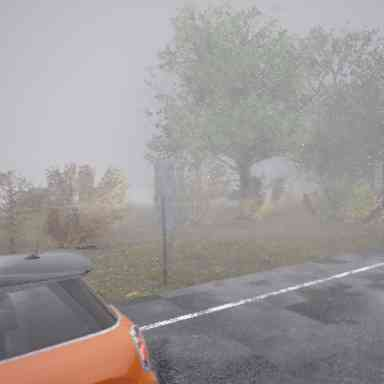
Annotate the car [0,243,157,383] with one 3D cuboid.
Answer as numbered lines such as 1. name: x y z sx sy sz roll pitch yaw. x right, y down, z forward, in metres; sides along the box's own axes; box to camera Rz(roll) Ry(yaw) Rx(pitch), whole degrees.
1. car: -2.546 1.355 2.179 4.553 1.767 2.097 0 0 -36
